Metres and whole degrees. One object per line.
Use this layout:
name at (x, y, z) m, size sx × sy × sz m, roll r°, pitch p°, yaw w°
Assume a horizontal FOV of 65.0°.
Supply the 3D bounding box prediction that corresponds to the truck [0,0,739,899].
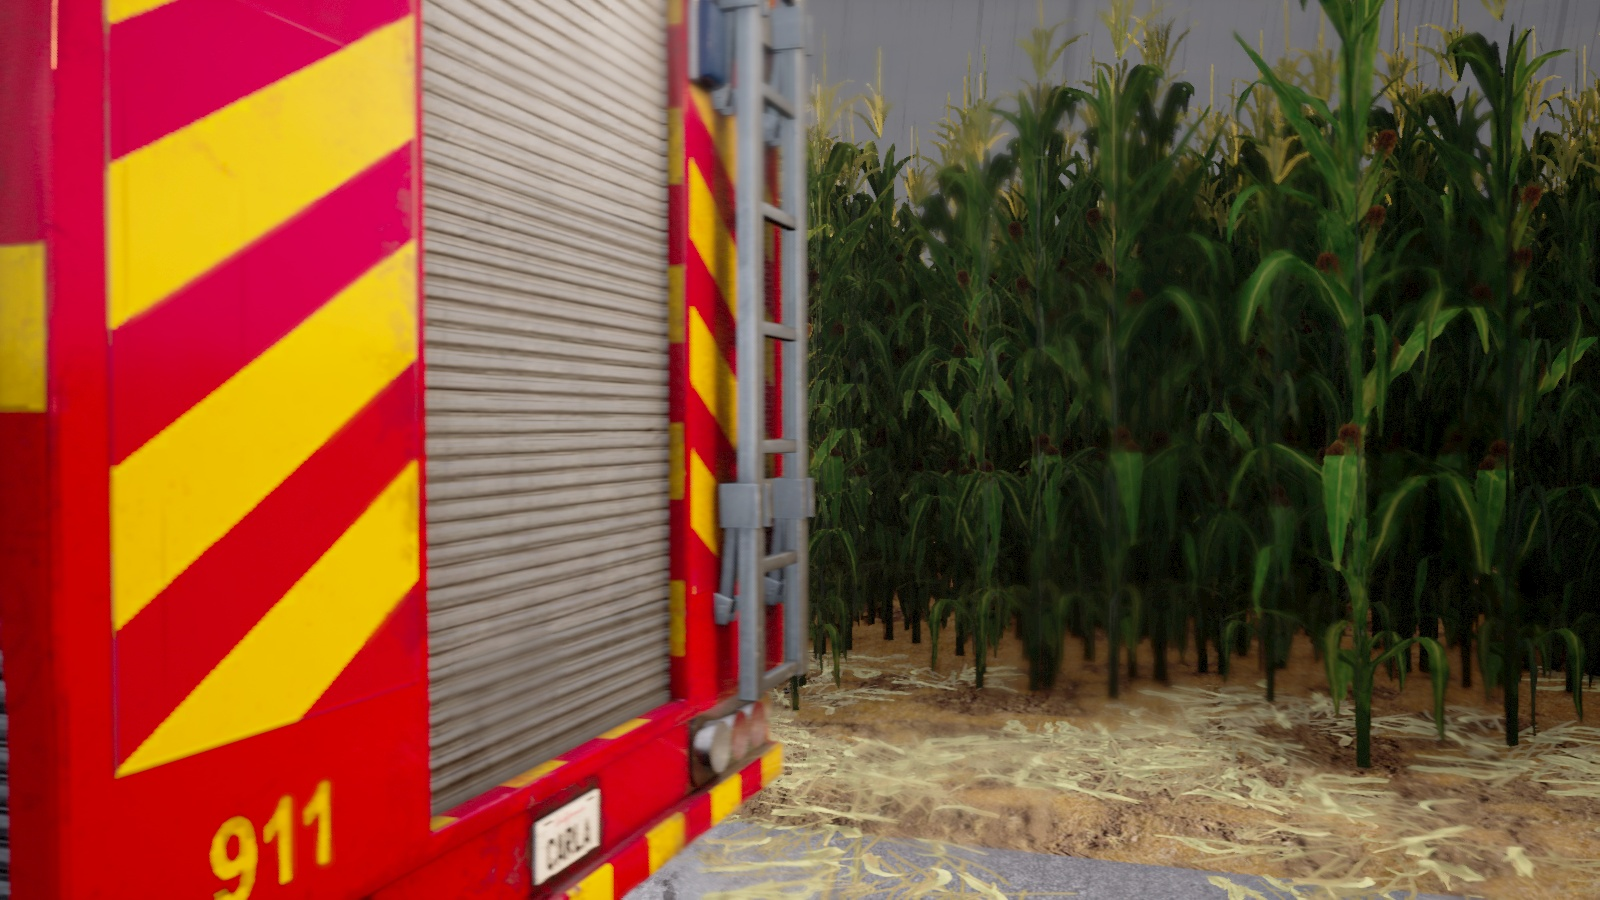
truck at (-4.690, -0.430, 4.335) m, size 8.468 × 3.827 × 2.891 m, roll 1°, pitch 1°, yaw 19°
